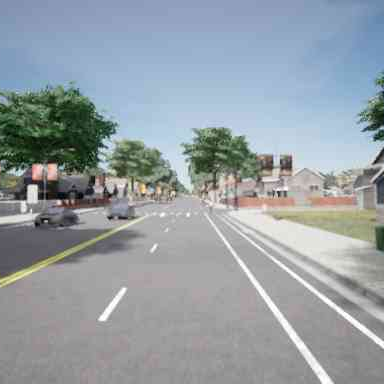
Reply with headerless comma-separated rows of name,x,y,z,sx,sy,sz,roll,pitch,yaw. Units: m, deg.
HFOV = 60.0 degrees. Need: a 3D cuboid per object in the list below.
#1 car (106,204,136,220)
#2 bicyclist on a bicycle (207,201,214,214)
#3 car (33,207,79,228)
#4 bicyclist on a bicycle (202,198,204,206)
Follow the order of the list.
car,-6.556,1.863,31.409,2.033,1.411,5.357,0,-1,0
bicyclist on a bicycle,2.251,1.835,39.823,0.866,1.612,1.509,0,-1,0
car,-9.834,1.809,24.368,1.994,1.385,4.181,0,-1,0
bicyclist on a bicycle,2.266,2.115,67.308,0.582,1.620,1.656,0,-1,0
